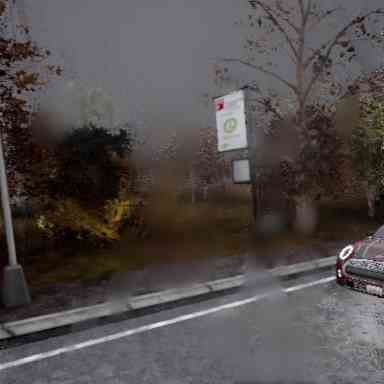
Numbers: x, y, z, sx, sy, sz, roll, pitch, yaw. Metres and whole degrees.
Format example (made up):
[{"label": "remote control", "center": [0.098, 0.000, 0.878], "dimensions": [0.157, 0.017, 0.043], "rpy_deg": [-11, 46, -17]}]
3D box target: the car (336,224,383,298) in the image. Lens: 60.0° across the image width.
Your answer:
[{"label": "car", "center": [5.419, 1.335, 7.850], "dimensions": [4.553, 1.767, 2.097], "rpy_deg": [0, 0, -35]}]
